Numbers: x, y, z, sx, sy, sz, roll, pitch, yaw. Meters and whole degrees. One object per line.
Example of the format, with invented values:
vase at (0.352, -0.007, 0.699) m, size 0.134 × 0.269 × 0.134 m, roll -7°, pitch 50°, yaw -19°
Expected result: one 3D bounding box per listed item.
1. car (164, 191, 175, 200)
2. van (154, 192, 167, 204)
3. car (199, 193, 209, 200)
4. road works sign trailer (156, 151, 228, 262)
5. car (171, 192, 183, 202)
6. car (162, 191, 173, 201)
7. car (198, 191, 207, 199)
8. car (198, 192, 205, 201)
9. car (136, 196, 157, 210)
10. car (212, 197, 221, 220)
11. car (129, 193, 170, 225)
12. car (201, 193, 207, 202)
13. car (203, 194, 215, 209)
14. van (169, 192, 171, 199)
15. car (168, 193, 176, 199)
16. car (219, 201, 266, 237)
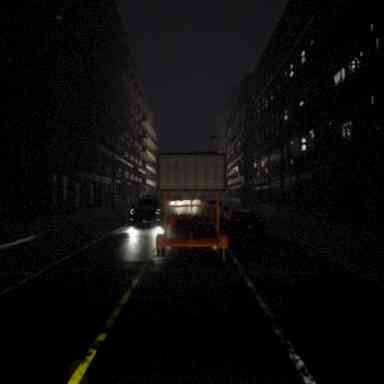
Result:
car at (-5.290, 0.818, 77.985) m, size 2.192 × 1.841 × 5.009 m, roll 1°, pitch 0°, yaw 0°
van at (-5.290, 0.952, 55.863) m, size 1.690 × 1.788 × 3.998 m, roll 2°, pitch 0°, yaw 0°
car at (2.595, 0.969, 72.396) m, size 1.967 × 1.590 × 4.097 m, roll 1°, pitch 0°, yaw 0°
road works sign trailer at (-0.003, 0.368, 11.748) m, size 2.380 × 3.560 × 2.880 m, roll 0°, pitch 0°, yaw 0°
car at (-2.784, 1.175, 63.033) m, size 1.895 × 1.301 × 4.718 m, roll 0°, pitch 0°, yaw 1°
car at (-5.290, 0.843, 72.456) m, size 2.192 × 1.841 × 5.009 m, roll 1°, pitch 0°, yaw 0°
car at (2.556, 0.794, 83.457) m, size 2.192 × 1.841 × 5.009 m, roll 1°, pitch 0°, yaw 0°
car at (2.585, 1.127, 61.335) m, size 1.887 × 1.381 × 4.507 m, roll 1°, pitch 0°, yaw 0°
car at (-5.295, 1.238, 39.105) m, size 1.752 × 1.417 × 4.829 m, roll 2°, pitch 0°, yaw 0°
car at (2.585, 1.347, 22.791) m, size 1.752 × 1.417 × 4.829 m, roll 1°, pitch 0°, yaw 0°
car at (-2.848, 1.178, 22.183) m, size 2.097 × 1.767 × 4.553 m, roll 0°, pitch 0°, yaw 0°
car at (2.584, 1.228, 44.743) m, size 2.008 × 1.369 × 4.403 m, roll 1°, pitch 0°, yaw 0°
car at (2.585, 1.257, 39.211) m, size 1.887 × 1.381 × 4.507 m, roll 1°, pitch 0°, yaw 0°
van at (-5.291, 0.923, 61.395) m, size 1.690 × 1.788 × 3.998 m, roll 1°, pitch 0°, yaw 0°
car at (-5.297, 1.023, 89.049) m, size 1.947 × 1.339 × 4.313 m, roll 1°, pitch 0°, yaw 0°
car at (2.585, 1.408, 17.090) m, size 1.887 × 1.381 × 4.507 m, roll 1°, pitch 0°, yaw 0°
